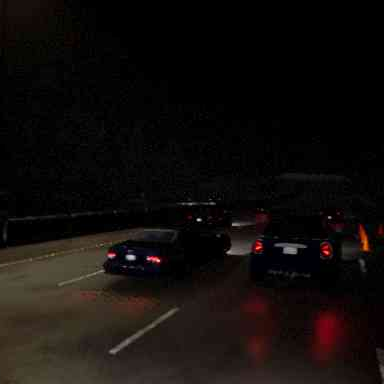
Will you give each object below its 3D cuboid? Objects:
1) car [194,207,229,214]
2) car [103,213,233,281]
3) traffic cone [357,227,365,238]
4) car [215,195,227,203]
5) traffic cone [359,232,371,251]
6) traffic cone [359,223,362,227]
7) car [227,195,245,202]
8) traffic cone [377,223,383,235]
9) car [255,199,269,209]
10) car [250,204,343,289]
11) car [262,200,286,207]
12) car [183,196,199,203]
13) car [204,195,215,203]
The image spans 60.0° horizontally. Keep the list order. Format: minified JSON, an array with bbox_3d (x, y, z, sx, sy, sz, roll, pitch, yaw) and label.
[{"bbox_3d":[1.271,1.703,22.205,1.994,1.385,4.181,0,0,25],"label":"car"},{"bbox_3d":[-0.416,1.635,10.280,2.033,1.411,5.357,0,0,25],"label":"car"},{"bbox_3d":[7.795,2.030,15.090,0.340,0.580,0.340,0,0,25],"label":"traffic cone"},{"bbox_3d":[6.916,1.460,67.829,1.837,1.490,4.892,0,0,25],"label":"car"},{"bbox_3d":[6.952,2.027,13.276,0.340,0.580,0.340,0,0,25],"label":"traffic cone"},{"bbox_3d":[8.638,2.033,16.904,0.340,0.580,0.340,0,0,25],"label":"traffic cone"},{"bbox_3d":[8.751,1.490,63.510,1.812,1.442,4.674,0,0,25],"label":"car"},{"bbox_3d":[10.388,2.030,18.298,0.340,0.580,0.340,0,0,25],"label":"traffic cone"},{"bbox_3d":[8.493,1.594,37.751,1.837,1.490,4.892,0,1,25],"label":"car"},{"bbox_3d":[3.224,1.421,9.803,2.097,1.767,4.553,0,0,25],"label":"car"},{"bbox_3d":[7.248,1.634,26.766,1.812,1.442,4.674,0,0,25],"label":"car"},{"bbox_3d":[-0.139,1.520,69.249,1.837,1.490,4.892,0,0,25],"label":"car"},{"bbox_3d":[4.088,1.475,70.041,1.837,1.490,4.892,0,0,25],"label":"car"}]
